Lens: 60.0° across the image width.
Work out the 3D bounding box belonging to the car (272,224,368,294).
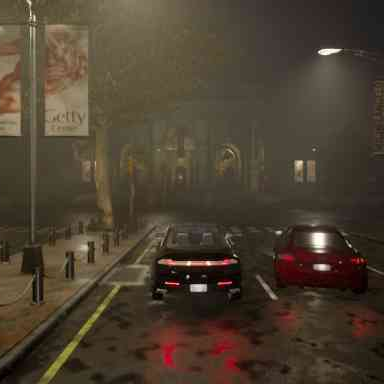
[{"bbox_3d":[3.248,1.563,8.981,1.994,1.385,4.181,0,0,14],"label":"car"}]

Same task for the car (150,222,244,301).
[{"bbox_3d":[0.077,1.491,8.327,2.128,1.511,4.902,0,0,-1],"label":"car"}]
